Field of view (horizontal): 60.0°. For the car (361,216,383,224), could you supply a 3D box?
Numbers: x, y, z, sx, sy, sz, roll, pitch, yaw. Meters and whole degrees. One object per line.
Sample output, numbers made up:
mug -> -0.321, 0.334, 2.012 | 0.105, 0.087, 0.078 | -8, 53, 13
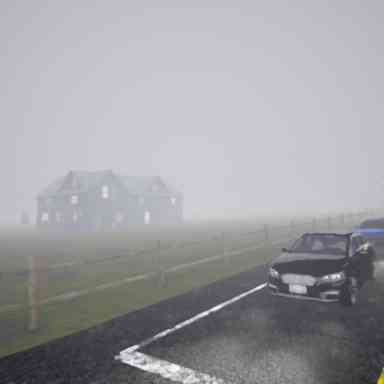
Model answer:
car -> 9.327, 2.001, 16.481 | 1.882, 1.535, 5.008 | -4, -4, 37

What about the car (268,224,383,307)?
car -> 3.696, 1.837, 9.012 | 2.128, 1.511, 4.902 | -4, -4, 37
